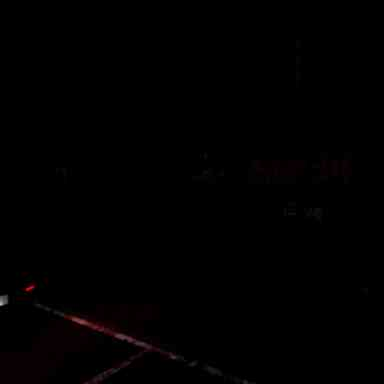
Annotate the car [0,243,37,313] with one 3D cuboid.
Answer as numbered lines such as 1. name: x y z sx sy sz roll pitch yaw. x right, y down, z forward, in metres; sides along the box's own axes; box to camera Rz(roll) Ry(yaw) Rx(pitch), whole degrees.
1. car: -4.801 1.470 6.371 4.674 1.442 1.812 1 0 35
